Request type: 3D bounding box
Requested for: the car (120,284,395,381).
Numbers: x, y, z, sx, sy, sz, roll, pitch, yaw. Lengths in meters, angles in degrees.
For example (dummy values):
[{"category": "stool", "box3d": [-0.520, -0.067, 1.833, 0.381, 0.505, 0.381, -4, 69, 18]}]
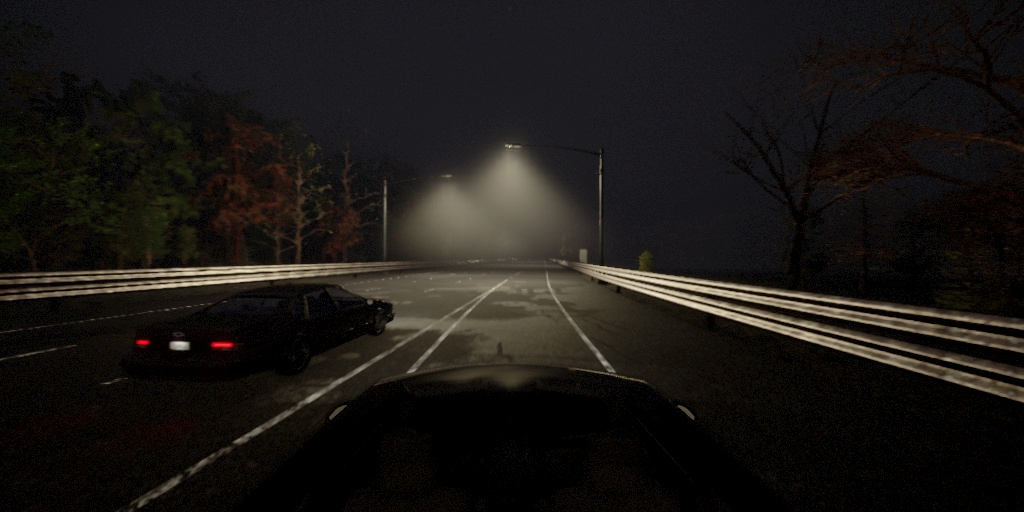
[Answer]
[{"category": "car", "box3d": [-4.327, 1.285, 7.413, 2.033, 1.411, 5.357, 0, 0, 5]}]
